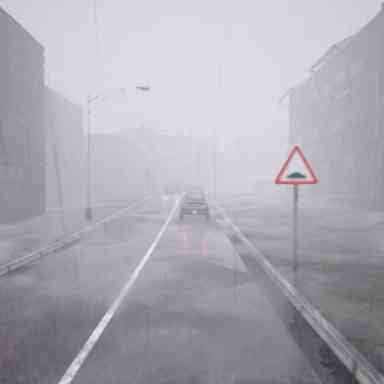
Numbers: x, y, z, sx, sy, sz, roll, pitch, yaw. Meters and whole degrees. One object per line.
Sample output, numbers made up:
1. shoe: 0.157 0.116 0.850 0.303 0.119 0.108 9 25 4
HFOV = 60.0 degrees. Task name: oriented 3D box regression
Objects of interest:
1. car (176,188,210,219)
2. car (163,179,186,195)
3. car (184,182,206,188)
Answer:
1. car: 0.179 0.825 22.229 2.128 1.511 4.902 1 4 0
2. car: -2.157 -0.740 45.340 2.150 2.045 5.566 0 3 14
3. car: 0.683 -0.323 42.202 2.128 1.511 4.902 0 3 6
